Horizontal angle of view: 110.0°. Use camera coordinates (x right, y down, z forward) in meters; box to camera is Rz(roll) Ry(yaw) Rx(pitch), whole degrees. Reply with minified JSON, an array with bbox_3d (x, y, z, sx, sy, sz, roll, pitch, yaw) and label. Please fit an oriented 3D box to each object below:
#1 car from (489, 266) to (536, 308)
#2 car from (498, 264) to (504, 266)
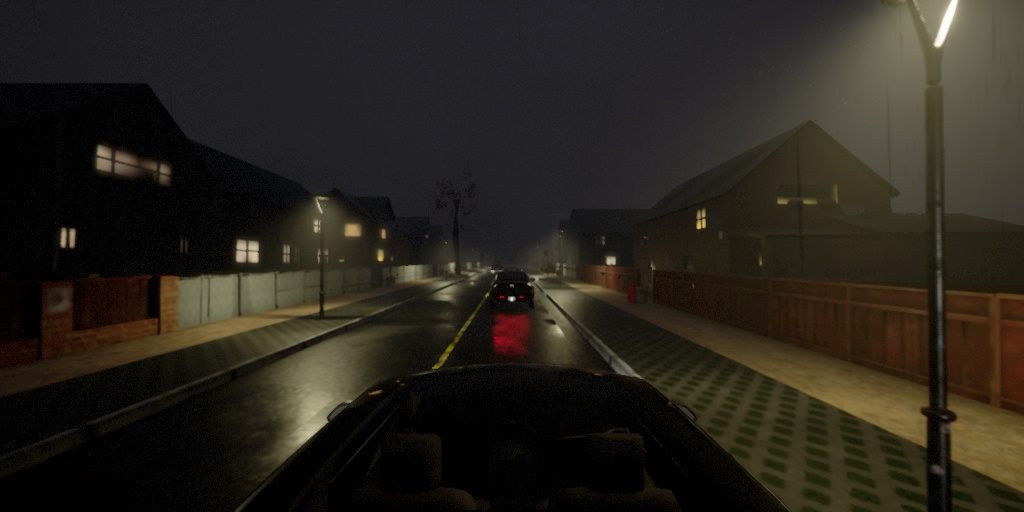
[{"bbox_3d":[0.001,1.401,16.175,1.837,1.490,4.892,0,0,0],"label":"car"},{"bbox_3d":[-0.002,1.619,31.142,1.994,1.385,4.181,0,-1,0],"label":"car"}]
